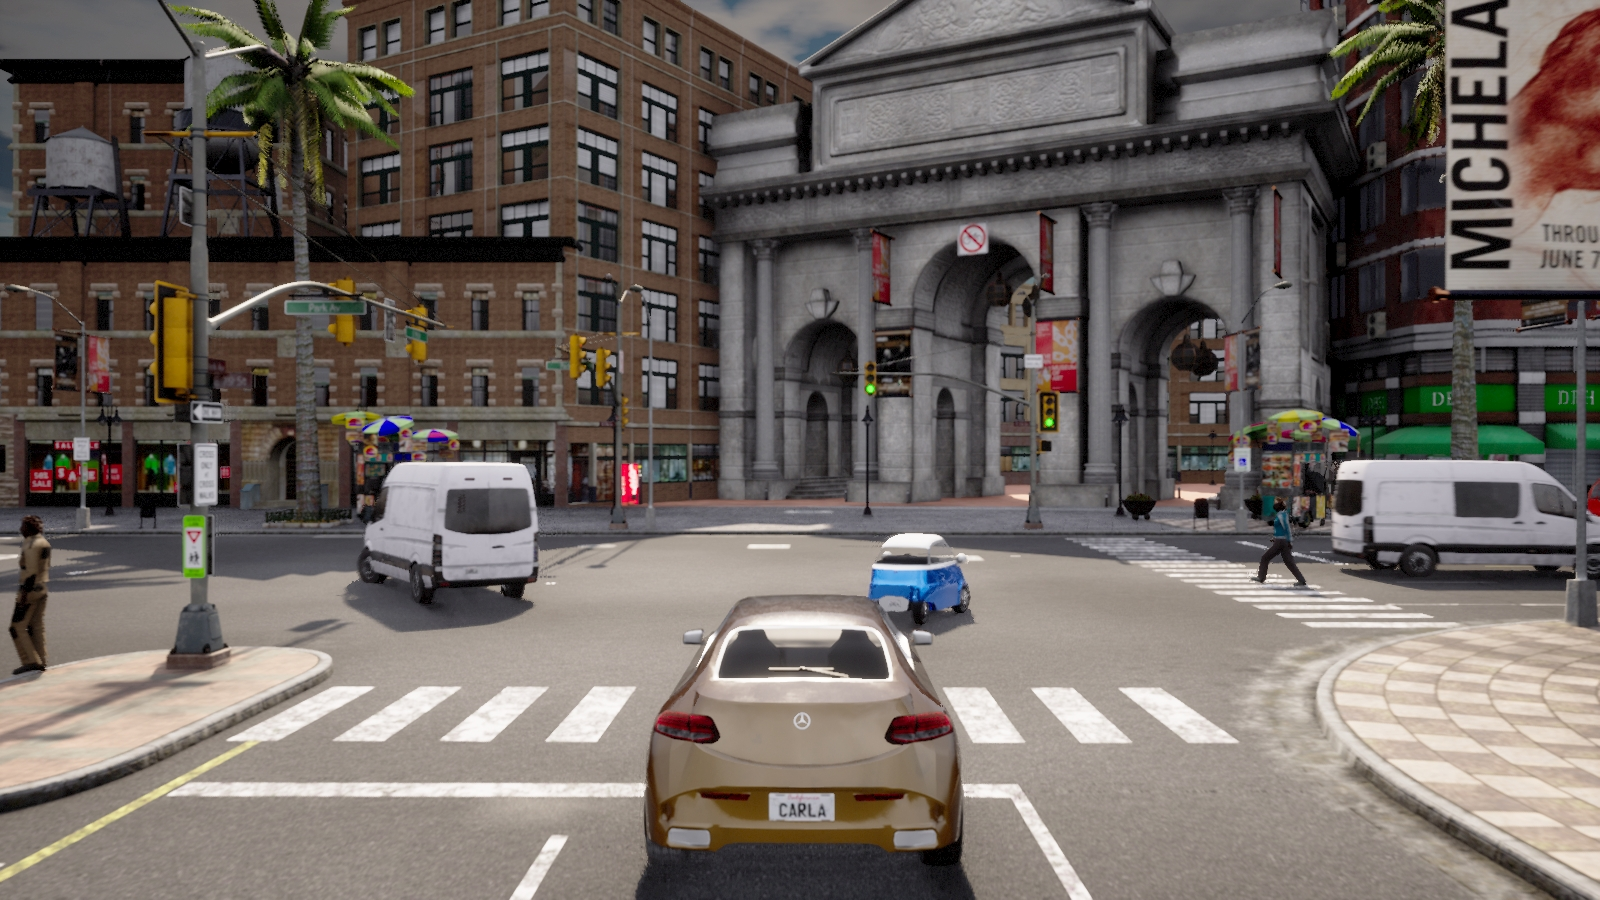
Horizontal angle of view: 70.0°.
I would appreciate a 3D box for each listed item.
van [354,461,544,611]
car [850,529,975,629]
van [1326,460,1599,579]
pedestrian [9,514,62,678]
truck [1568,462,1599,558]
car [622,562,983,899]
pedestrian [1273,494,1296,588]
[{"bbox_3d":[-7.167,1.521,22.792,1.988,2.561,5.915,1,0,-34],"label":"van"},{"bbox_3d":[1.925,2.110,19.155,1.481,1.376,2.207,-1,0,23],"label":"car"},{"bbox_3d":[15.309,1.520,25.763,5.915,2.561,1.988,0,-1,4],"label":"van"},{"bbox_3d":[-8.958,1.696,13.390,0.375,1.860,0.375,0,0,-5],"label":"pedestrian"},{"bbox_3d":[23.155,1.552,29.272,5.204,2.467,2.627,0,0,0],"label":"truck"},{"bbox_3d":[0.058,1.986,9.329,2.152,1.651,5.027,0,0,1],"label":"car"},{"bbox_3d":[9.823,1.836,23.166,0.375,1.860,0.375,0,0,31],"label":"pedestrian"}]
